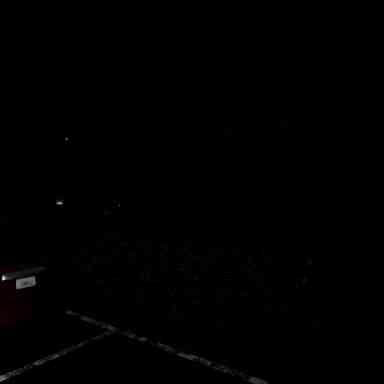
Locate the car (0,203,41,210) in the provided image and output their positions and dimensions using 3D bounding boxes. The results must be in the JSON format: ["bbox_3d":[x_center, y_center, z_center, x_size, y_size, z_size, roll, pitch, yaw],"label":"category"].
[{"bbox_3d":[-17.047,1.716,31.461,2.033,1.411,5.357,-1,-1,37],"label":"car"}]

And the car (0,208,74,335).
[{"bbox_3d":[-4.187,1.316,5.942,5.009,1.841,2.192,0,-1,36],"label":"car"}]
